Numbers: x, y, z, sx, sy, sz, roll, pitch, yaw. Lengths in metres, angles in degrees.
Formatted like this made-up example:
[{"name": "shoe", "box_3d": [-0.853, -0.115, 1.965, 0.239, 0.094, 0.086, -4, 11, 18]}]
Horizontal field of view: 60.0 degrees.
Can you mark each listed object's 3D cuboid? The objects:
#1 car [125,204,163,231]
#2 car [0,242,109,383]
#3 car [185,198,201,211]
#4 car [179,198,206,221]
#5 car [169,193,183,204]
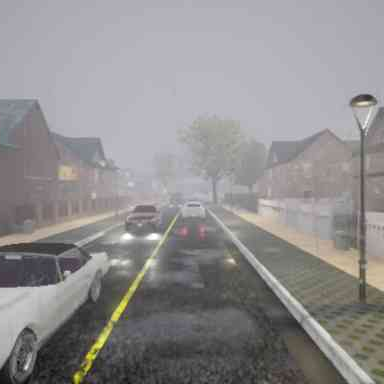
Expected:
[{"name": "car", "box_3d": [-2.844, 1.500, 20.416, 1.812, 1.442, 4.674, 0, 1, 0]}, {"name": "car", "box_3d": [-2.843, 1.597, 5.420, 1.895, 1.301, 4.718, 0, 0, 0]}, {"name": "car", "box_3d": [0.112, 1.458, 40.583, 1.812, 1.442, 4.674, 0, 0, 0]}, {"name": "car", "box_3d": [0.113, 1.486, 26.598, 1.812, 1.442, 4.674, 0, 0, 0]}, {"name": "car", "box_3d": [-2.773, 1.117, 59.088, 2.150, 2.045, 5.566, 0, 0, 1]}]
